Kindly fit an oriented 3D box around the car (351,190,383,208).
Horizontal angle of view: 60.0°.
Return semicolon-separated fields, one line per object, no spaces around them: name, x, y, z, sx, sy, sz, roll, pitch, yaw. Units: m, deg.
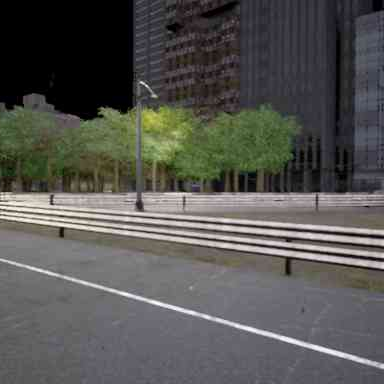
car;17.523;0.600;31.467;4.553;1.767;2.097;0;0;-6
